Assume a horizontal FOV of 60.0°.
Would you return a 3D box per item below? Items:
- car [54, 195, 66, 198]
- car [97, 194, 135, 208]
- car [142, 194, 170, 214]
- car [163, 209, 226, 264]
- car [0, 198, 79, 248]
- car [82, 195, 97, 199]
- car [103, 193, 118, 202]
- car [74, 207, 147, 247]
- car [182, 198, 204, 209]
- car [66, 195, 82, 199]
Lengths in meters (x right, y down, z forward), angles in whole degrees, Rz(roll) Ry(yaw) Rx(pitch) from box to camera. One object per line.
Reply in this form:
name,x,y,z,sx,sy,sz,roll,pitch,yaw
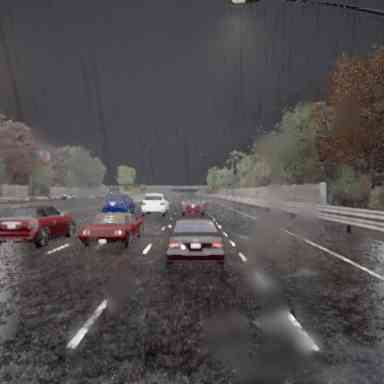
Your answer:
car,-27.993,1.399,70.430,1.882,1.535,5.008,0,0,0
car,-6.899,1.188,31.588,2.150,2.045,5.566,0,0,0
car,-3.393,1.188,31.531,2.150,2.045,5.566,0,0,0
car,0.101,1.531,11.688,2.033,1.411,5.357,0,0,0
car,-6.900,1.332,14.850,2.097,1.767,4.553,0,0,0
car,-20.993,1.399,70.429,1.882,1.535,5.008,0,0,0
car,-17.492,1.172,71.486,2.097,1.767,4.553,0,0,0
car,-3.400,1.581,14.881,1.895,1.301,4.718,0,0,0
car,0.102,1.318,32.134,2.097,1.767,4.553,0,0,0
car,-24.493,1.357,71.457,2.033,1.411,5.357,0,0,0
